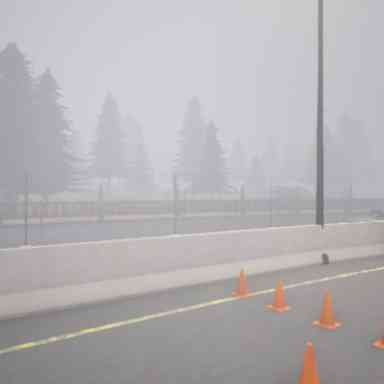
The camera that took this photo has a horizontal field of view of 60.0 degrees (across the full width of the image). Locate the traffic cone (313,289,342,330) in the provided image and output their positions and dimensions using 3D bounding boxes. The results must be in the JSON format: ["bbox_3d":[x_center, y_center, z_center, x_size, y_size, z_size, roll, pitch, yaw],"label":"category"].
[{"bbox_3d":[2.291,1.951,5.637,0.340,0.580,0.340,0,0,-37],"label":"traffic cone"}]

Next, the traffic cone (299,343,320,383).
[{"bbox_3d":[1.287,1.952,3.639,0.340,0.580,0.340,0,0,-37],"label":"traffic cone"}]

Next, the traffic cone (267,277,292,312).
[{"bbox_3d":[1.693,1.948,6.438,0.340,0.580,0.340,0,0,-37],"label":"traffic cone"}]

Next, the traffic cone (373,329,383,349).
[{"bbox_3d":[2.890,1.954,4.836,0.340,0.580,0.340,0,0,-37],"label":"traffic cone"}]

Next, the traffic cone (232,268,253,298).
[{"bbox_3d":[1.095,1.945,7.239,0.340,0.580,0.340,0,0,-37],"label":"traffic cone"}]
